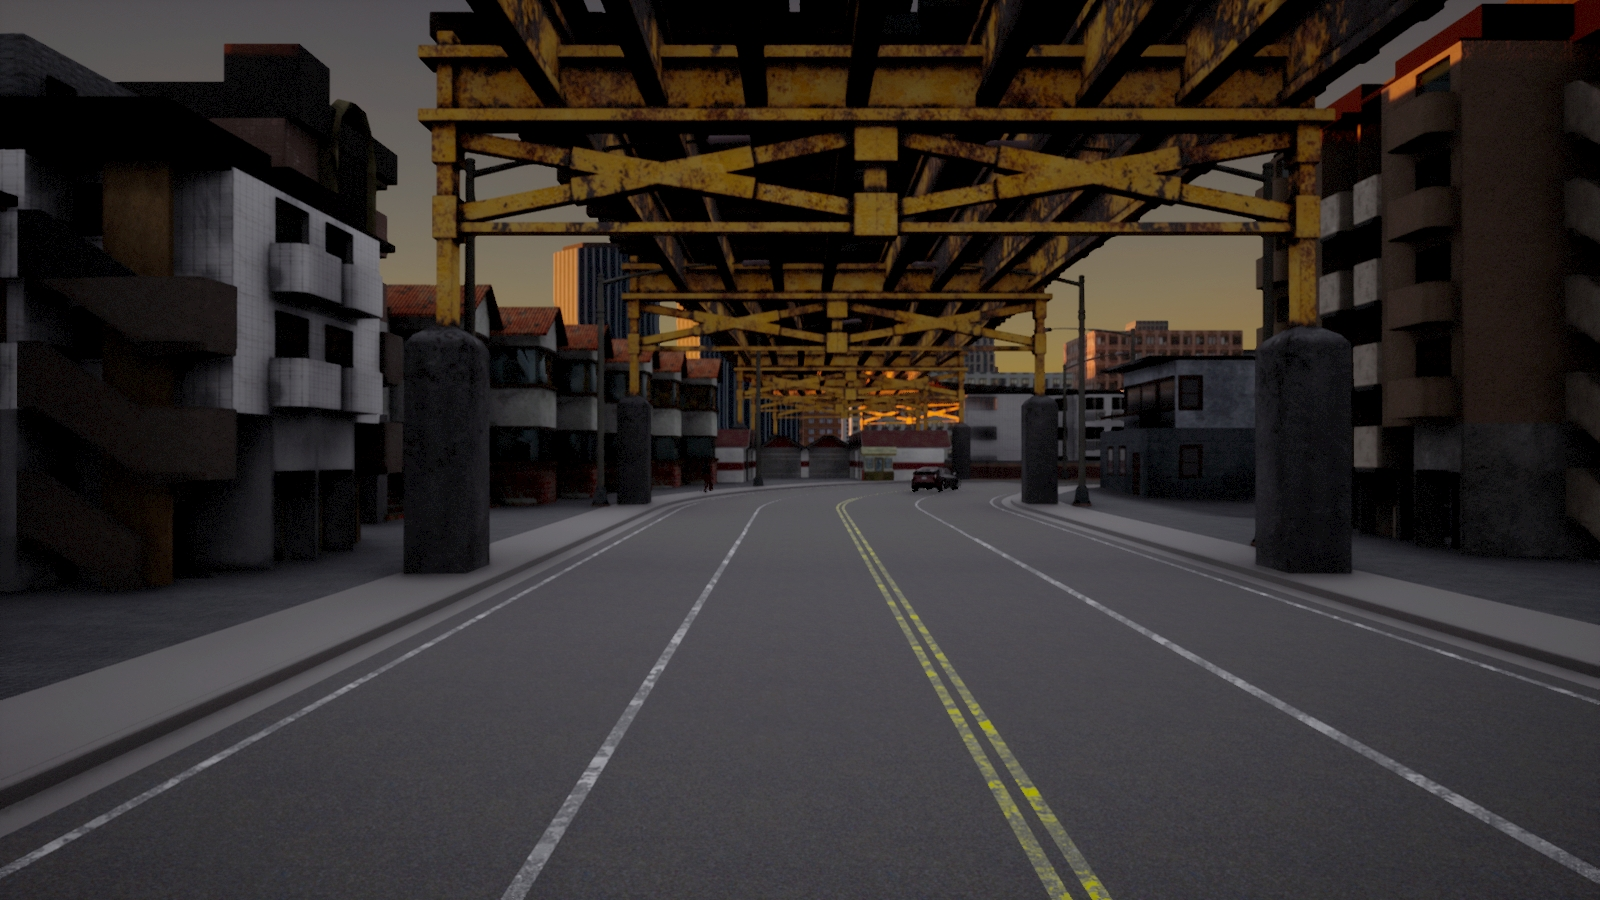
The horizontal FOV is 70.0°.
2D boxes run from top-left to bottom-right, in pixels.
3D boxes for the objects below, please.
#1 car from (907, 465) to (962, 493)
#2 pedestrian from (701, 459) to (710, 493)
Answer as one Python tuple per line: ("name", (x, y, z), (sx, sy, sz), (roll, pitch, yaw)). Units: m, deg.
("car", (8.061, 1.670, 67.973), (2.007, 1.525, 4.514), (0, 0, 24))
("pedestrian", (-5.166, 1.397, 62.582), (0.375, 1.860, 0.375), (0, 0, 22))
